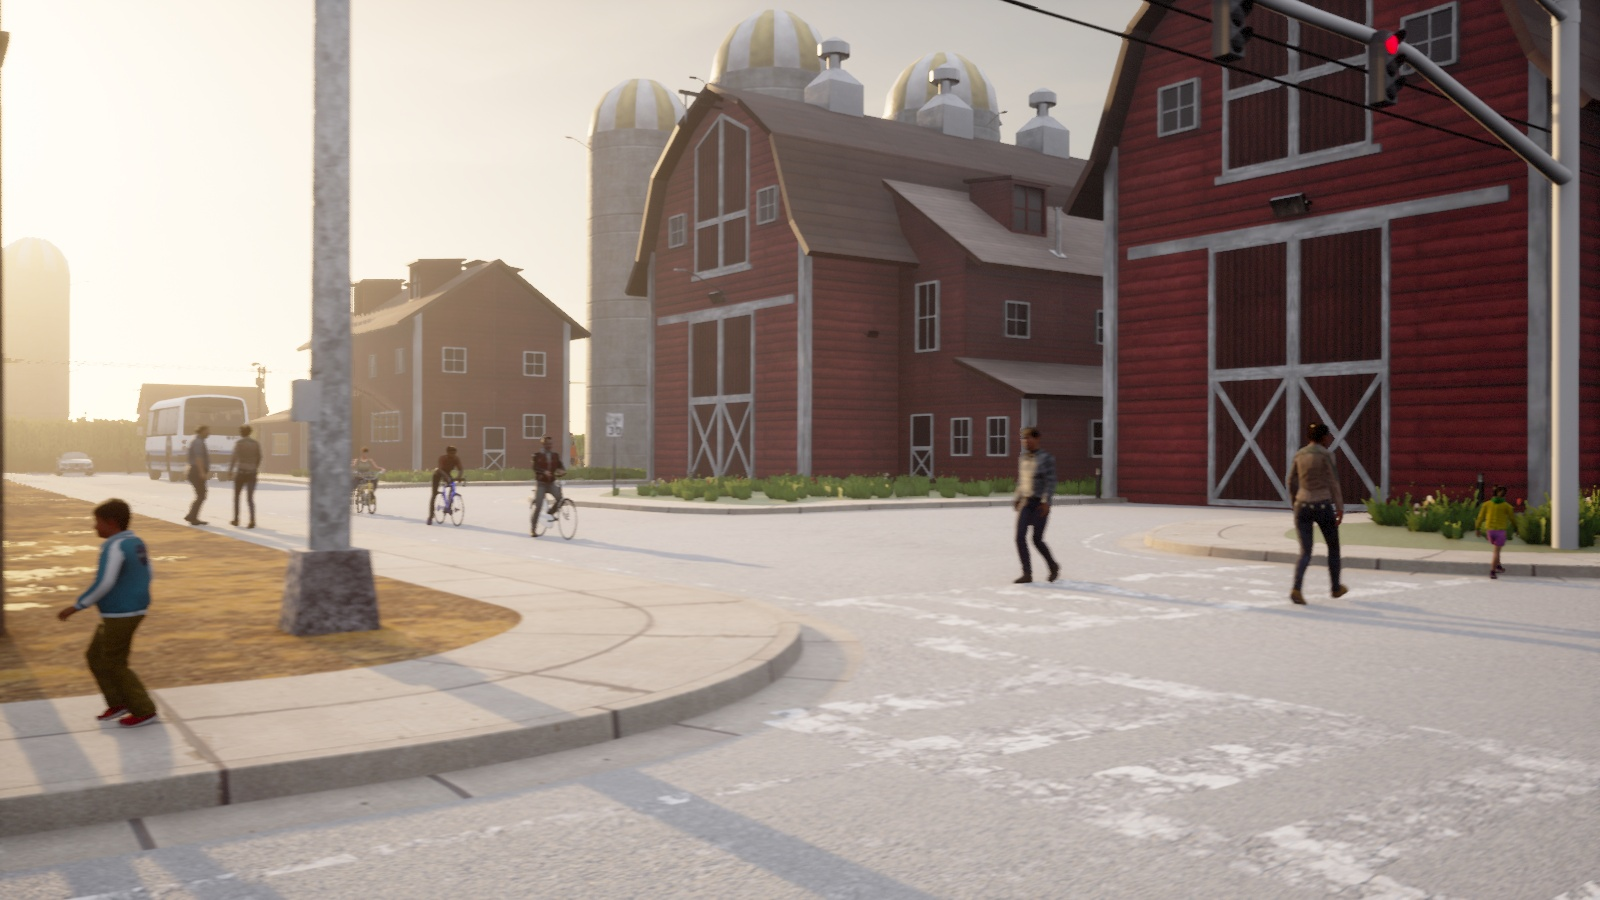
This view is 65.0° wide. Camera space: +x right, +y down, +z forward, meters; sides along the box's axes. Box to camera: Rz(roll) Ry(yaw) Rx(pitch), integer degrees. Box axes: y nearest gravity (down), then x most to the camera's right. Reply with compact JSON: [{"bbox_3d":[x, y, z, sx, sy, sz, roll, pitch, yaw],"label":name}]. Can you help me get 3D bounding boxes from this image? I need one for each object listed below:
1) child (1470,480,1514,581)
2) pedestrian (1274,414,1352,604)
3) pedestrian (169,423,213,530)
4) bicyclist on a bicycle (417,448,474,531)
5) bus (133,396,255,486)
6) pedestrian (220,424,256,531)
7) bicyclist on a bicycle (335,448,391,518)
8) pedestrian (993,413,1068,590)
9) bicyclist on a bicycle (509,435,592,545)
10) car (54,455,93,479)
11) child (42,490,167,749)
[{"bbox_3d":[8.187,0.939,14.856,0.473,1.160,0.299,0,0,-38],"label":"child"},{"bbox_3d":[5.038,0.560,12.323,0.869,1.805,0.328,0,0,-38],"label":"pedestrian"},{"bbox_3d":[-10.718,0.464,22.105,0.694,1.848,0.540,0,0,-27],"label":"pedestrian"},{"bbox_3d":[-7.173,0.763,25.366,0.582,1.620,1.656,0,0,-36],"label":"bicyclist on a bicycle"},{"bbox_3d":[-31.458,-0.412,64.920,3.944,4.253,10.273,0,0,-36],"label":"bus"},{"bbox_3d":[-9.707,0.462,21.678,0.328,1.805,0.869,0,0,-42],"label":"pedestrian"},{"bbox_3d":[-10.375,0.765,29.793,0.866,1.612,1.509,0,0,-36],"label":"bicyclist on a bicycle"},{"bbox_3d":[2.613,0.568,14.223,0.788,1.949,0.423,0,0,-39],"label":"pedestrian"},{"bbox_3d":[-4.261,0.658,21.335,0.659,1.776,1.843,-1,0,-36],"label":"bicyclist on a bicycle"},{"bbox_3d":[-44.677,1.040,77.168,1.812,1.442,4.674,0,0,-34],"label":"car"},{"bbox_3d":[-3.342,0.795,6.053,0.448,1.192,0.343,0,0,-13],"label":"child"}]
